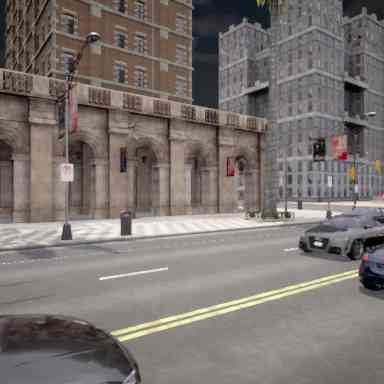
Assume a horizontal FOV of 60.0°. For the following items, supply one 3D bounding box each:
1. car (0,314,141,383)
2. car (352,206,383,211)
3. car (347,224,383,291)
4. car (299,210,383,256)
[{"bbox_3d":[-2.636,1.489,1.869,4.902,1.511,2.128,0,0,-35],"label":"car"},{"bbox_3d":[10.627,1.586,20.075,5.357,1.411,2.033,0,0,-35],"label":"car"},{"bbox_3d":[5.814,1.581,7.891,4.181,1.385,1.994,0,0,-36],"label":"car"},{"bbox_3d":[5.930,1.587,12.495,4.181,1.385,1.994,0,0,-35],"label":"car"}]
